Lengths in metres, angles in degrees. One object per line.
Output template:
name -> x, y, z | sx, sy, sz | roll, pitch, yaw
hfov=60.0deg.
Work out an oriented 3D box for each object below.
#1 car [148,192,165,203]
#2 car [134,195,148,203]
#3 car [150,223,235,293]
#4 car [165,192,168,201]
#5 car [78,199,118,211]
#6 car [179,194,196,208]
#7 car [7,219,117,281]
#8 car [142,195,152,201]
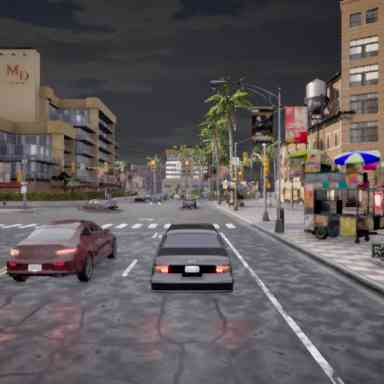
car -> -7.659, 1.340, 71.368 | 2.097, 1.767, 4.553 | 0, 0, -1
car -> -11.159, 1.580, 71.320 | 1.895, 1.301, 4.718 | 0, 0, -1
car -> -0.004, 1.545, 8.970 | 2.033, 1.411, 5.357 | 0, 0, 0
car -> -7.787, 1.207, 84.984 | 2.150, 2.045, 5.566 | 0, 0, -1
car -> -11.453, 1.539, 40.436 | 5.357, 1.411, 2.033 | 0, 0, 32
car -> -0.341, 1.481, 48.165 | 2.128, 1.511, 4.902 | 0, 0, -1
car -> -3.510, 1.524, 9.709 | 1.812, 1.442, 4.674 | 0, 0, 0
car -> -11.281, 1.460, 84.408 | 1.882, 1.535, 5.008 | 0, 0, -1
